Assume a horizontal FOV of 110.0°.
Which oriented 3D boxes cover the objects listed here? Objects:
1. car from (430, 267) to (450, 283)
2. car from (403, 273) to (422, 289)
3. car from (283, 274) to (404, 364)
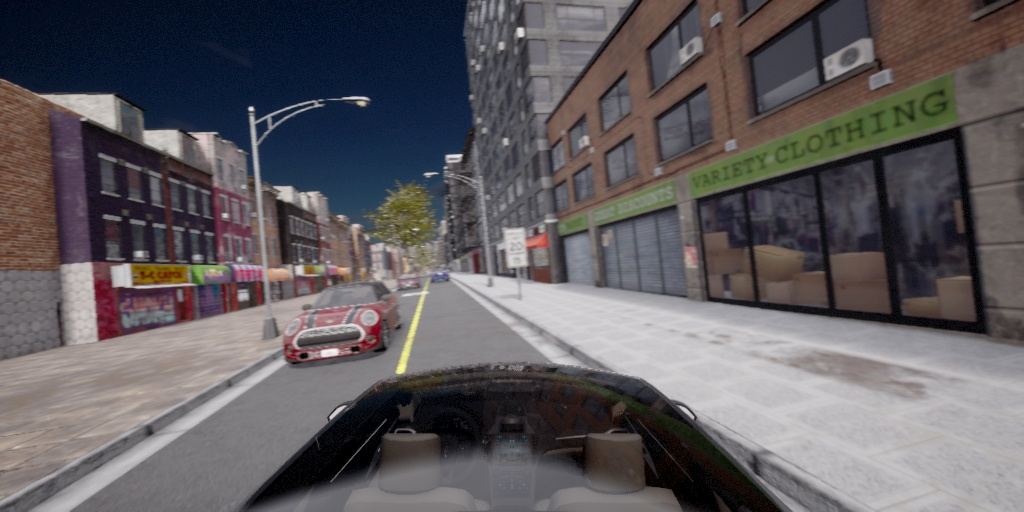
[{"bbox_3d":[-8.493,2.129,42.186,2.097,1.767,4.553,-6,-1,-13],"label":"car"},{"bbox_3d":[-9.379,2.296,32.786,1.812,1.442,4.674,-6,-1,-12],"label":"car"},{"bbox_3d":[-4.364,1.536,9.837,2.097,1.767,4.553,-6,-1,-11],"label":"car"}]
